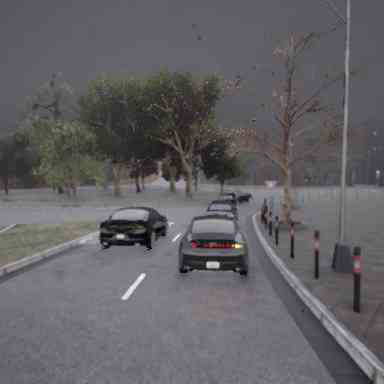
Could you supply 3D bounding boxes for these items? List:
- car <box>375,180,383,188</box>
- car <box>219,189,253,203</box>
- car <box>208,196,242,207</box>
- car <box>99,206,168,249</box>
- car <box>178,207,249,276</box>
[{"bbox_3d":[37.380,-1.633,63.799,2.185,1.767,4.553,-1,4,-13],"label":"car"},{"bbox_3d":[4.473,0.478,33.732,2.128,1.511,4.902,2,4,36],"label":"car"},{"bbox_3d":[1.818,1.238,20.168,2.033,1.411,5.357,1,2,9],"label":"car"},{"bbox_3d":[-2.253,1.341,13.974,1.882,1.535,5.008,0,1,5],"label":"car"},{"bbox_3d":[0.675,1.454,10.301,1.837,1.490,4.892,0,1,4],"label":"car"}]
